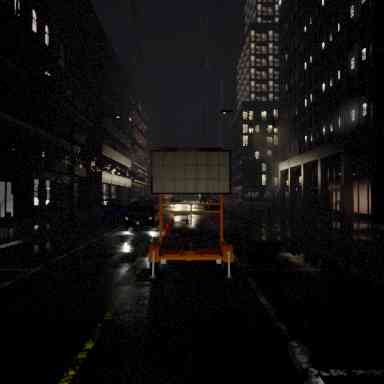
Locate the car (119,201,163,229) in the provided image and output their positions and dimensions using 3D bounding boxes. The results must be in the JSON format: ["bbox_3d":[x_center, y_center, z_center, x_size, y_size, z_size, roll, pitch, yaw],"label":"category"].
[{"bbox_3d":[-3.154,1.521,21.583,1.812,1.442,4.674,0,0,0],"label":"car"}]

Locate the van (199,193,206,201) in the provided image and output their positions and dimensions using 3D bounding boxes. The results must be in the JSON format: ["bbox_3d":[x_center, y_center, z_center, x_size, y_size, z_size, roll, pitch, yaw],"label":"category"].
[{"bbox_3d":[2.514,1.261,82.098,1.690,1.788,3.998,1,0,0],"label":"van"}]

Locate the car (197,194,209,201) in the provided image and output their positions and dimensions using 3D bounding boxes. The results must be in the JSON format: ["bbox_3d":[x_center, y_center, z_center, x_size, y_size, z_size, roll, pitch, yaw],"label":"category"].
[{"bbox_3d":[2.547,1.264,65.005,2.192,1.841,5.009,1,0,0],"label":"car"}]

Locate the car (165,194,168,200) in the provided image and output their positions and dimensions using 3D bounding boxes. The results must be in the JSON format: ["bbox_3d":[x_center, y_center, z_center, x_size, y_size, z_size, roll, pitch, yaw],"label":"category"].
[{"bbox_3d":[-5.824,1.540,59.402,1.802,1.307,4.206,1,0,0],"label":"car"}]

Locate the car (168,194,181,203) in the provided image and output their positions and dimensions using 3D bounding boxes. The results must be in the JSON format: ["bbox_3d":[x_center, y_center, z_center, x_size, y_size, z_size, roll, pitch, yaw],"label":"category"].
[{"bbox_3d":[-3.158,1.516,62.985,1.994,1.385,4.181,0,0,0],"label":"car"}]

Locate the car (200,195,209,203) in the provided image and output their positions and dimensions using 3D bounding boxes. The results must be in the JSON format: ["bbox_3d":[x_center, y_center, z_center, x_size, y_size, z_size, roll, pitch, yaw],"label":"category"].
[{"bbox_3d":[2.586,1.519,47.910,1.887,1.381,4.507,1,0,0],"label":"car"}]

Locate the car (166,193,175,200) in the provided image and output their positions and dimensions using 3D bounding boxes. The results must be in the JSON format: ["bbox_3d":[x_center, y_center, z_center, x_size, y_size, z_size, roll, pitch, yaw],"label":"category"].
[{"bbox_3d":[-5.904,1.212,93.594,2.192,1.841,5.009,1,0,0],"label":"car"}]

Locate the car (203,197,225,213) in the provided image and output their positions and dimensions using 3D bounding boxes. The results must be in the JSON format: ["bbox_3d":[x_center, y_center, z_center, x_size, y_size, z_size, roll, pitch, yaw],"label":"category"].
[{"bbox_3d":[2.614,1.537,36.514,2.008,1.369,4.403,1,0,0],"label":"car"}]

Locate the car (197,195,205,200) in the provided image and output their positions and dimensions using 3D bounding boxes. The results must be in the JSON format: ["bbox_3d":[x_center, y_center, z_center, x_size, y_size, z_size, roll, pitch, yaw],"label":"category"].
[{"bbox_3d":[2.462,1.474,87.796,1.947,1.339,4.313,1,0,0],"label":"car"}]

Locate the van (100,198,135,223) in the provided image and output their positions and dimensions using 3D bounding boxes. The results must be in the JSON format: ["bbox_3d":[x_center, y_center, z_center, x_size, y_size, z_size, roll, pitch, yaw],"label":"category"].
[{"bbox_3d":[-5.735,1.335,25.209,1.690,1.788,3.998,1,0,0],"label":"van"}]

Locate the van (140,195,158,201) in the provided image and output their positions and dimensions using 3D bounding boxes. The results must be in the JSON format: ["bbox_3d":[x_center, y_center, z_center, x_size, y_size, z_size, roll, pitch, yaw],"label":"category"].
[{"bbox_3d":[-5.777,1.322,42.307,1.690,1.788,3.998,1,0,0],"label":"van"}]

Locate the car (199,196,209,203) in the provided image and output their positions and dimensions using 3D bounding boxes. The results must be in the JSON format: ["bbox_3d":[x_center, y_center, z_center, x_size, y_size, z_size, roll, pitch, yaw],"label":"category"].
[{"bbox_3d":[2.528,1.491,70.702,2.008,1.369,4.403,1,0,0],"label":"car"}]

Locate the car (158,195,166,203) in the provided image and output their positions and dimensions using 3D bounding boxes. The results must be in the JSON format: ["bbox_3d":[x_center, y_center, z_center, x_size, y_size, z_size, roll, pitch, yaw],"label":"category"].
[{"bbox_3d":[-5.810,1.518,53.705,2.008,1.369,4.403,1,0,0],"label":"car"}]

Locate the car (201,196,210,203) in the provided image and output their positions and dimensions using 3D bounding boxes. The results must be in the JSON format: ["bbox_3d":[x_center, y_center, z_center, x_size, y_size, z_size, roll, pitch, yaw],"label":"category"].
[{"bbox_3d":[2.599,1.532,42.212,2.008,1.369,4.403,1,0,0],"label":"car"}]

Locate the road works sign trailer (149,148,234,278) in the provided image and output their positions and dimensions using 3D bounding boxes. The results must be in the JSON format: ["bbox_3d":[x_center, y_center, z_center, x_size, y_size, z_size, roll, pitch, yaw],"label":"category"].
[{"bbox_3d":[-0.025,0.465,10.128,2.380,3.560,2.880,0,0,0],"label":"road works sign trailer"}]

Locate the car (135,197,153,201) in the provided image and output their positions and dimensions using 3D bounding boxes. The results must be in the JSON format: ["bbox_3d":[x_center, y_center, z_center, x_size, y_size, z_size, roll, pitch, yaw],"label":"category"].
[{"bbox_3d":[-5.768,1.552,36.610,1.947,1.339,4.313,1,0,0],"label":"car"}]
